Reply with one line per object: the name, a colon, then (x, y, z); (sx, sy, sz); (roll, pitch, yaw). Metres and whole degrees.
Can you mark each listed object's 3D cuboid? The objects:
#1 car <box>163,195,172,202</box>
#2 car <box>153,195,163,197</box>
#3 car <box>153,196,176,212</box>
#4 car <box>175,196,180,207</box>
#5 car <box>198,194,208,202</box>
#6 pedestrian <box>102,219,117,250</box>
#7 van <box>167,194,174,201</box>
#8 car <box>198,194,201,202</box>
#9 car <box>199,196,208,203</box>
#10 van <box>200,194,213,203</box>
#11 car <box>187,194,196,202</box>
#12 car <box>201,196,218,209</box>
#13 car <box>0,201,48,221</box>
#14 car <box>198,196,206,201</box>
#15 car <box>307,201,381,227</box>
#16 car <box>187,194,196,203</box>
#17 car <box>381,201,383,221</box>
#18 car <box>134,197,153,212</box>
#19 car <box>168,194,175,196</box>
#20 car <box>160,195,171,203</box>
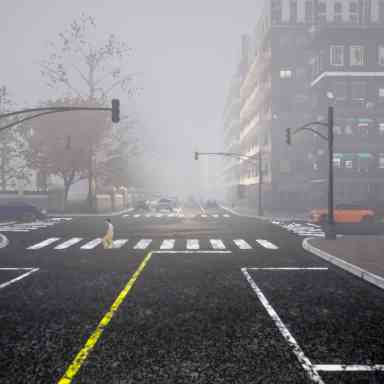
car: (-5.837, 1.526, 79.132); (1.967, 1.590, 4.097); (0, 0, 0)
car: (-5.783, 1.561, 50.812); (1.752, 1.417, 4.829); (0, 0, 0)
car: (-3.167, 1.548, 39.128); (1.812, 1.442, 4.674); (0, 0, 0)
car: (-3.185, 1.635, 49.051); (1.895, 1.301, 4.718); (0, 0, 0)
car: (2.543, 1.401, 79.148); (2.192, 1.841, 5.009); (0, 0, 0)
pedestrian: (-3.156, 1.573, 12.796); (0.375, 1.300, 0.375); (0, 0, 0)
van: (-5.860, 1.453, 90.393); (1.690, 1.788, 3.998); (0, 0, 0)
car: (2.575, 1.494, 62.258); (1.967, 1.590, 4.097); (0, 0, 0)
car: (2.553, 1.619, 73.518); (1.887, 1.381, 4.507); (0, 0, 0)
van: (2.597, 1.377, 50.998); (1.690, 1.788, 3.998); (0, 0, 0)
car: (-0.148, 1.318, 78.837); (2.097, 1.767, 4.553); (0, 0, 0)
car: (2.608, 1.574, 45.367); (1.887, 1.381, 4.507); (0, 0, 0)
car: (-12.921, 1.374, 24.524); (4.181, 1.385, 1.994); (1, 0, -1)
car: (2.531, 1.649, 84.779); (2.008, 1.369, 4.403); (0, 0, 0)
car: (11.084, 1.594, 24.950); (4.553, 1.767, 2.097); (1, 0, 2)
car: (-0.130, 1.612, 68.448); (2.033, 1.411, 5.357); (0, 0, 0)
car: (13.415, 1.609, 27.435); (5.009, 1.841, 2.192); (1, -1, -1)
car: (-5.762, 1.589, 39.721); (1.947, 1.339, 4.313); (0, 0, 0)
car: (-3.189, 1.553, 59.243); (1.837, 1.490, 4.892); (0, 0, 0)
car: (-5.827, 1.515, 73.503); (1.967, 1.590, 4.097); (0, 0, 0)
